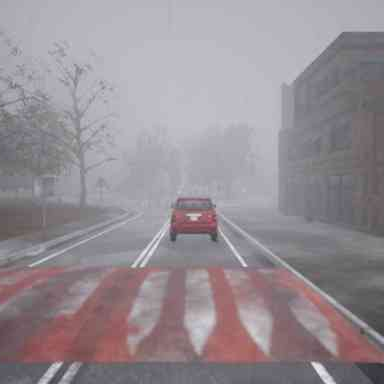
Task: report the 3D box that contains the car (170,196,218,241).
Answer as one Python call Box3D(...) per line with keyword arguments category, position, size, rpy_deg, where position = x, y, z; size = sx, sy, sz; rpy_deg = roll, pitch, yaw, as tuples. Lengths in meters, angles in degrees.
Box3D(category="car", position=(0.087, 1.203, 16.750), size=(2.150, 2.045, 5.566), rpy_deg=(0, 0, 0))

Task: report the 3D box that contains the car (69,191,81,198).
Box3D(category="car", position=(-26.621, 0.495, 76.792), size=(2.128, 1.511, 4.902), rpy_deg=(0, 1, 7))

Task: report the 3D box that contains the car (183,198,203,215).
Box3D(category="car", position=(0.180, 1.436, 34.508), size=(1.812, 1.442, 4.674), rpy_deg=(0, 0, 2))
